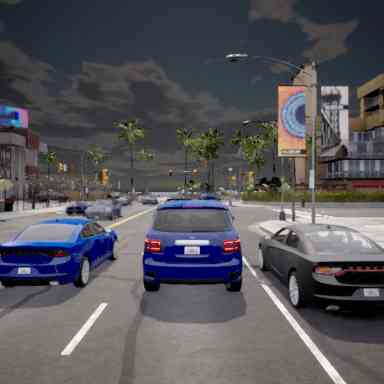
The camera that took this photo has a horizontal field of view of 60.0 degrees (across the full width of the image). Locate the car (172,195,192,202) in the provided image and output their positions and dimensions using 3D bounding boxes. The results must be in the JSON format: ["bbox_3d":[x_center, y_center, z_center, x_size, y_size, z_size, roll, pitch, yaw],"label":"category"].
[{"bbox_3d":[-2.360,1.540,79.014,2.033,1.411,5.357,0,0,33],"label":"car"}]

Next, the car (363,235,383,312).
[{"bbox_3d":[3.039,1.354,1.439,2.185,1.767,4.553,0,0,0],"label":"car"}]

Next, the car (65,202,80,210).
[{"bbox_3d":[-10.639,1.601,32.386,1.895,1.301,4.718,0,0,0],"label":"car"}]

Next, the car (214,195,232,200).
[{"bbox_3d":[8.481,1.595,90.349,4.718,1.301,1.895,0,0,-37],"label":"car"}]

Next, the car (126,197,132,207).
[{"bbox_3d":[-10.470,1.526,50.947,1.812,1.442,4.674,0,0,2],"label":"car"}]

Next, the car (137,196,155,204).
[{"bbox_3d":[-8.805,1.525,64.745,1.812,1.442,4.674,0,0,15],"label":"car"}]

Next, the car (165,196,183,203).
[{"bbox_3d":[-3.708,1.600,69.225,1.895,1.301,4.718,0,0,23],"label":"car"}]

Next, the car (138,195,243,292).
[{"bbox_3d":[0.037,1.221,9.104,2.150,2.045,5.566,0,0,1],"label":"car"}]

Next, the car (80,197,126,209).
[{"bbox_3d":[-7.133,1.352,27.182,2.097,1.767,4.553,0,0,0],"label":"car"}]

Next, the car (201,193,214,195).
[{"bbox_3d":[3.467,1.225,80.888,2.150,2.045,5.566,0,0,40],"label":"car"}]

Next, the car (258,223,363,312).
[{"bbox_3d":[2.891,1.480,7.864,2.097,1.535,5.008,0,0,0],"label":"car"}]

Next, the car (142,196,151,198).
[{"bbox_3d":[-6.899,1.547,55.412,2.033,1.411,5.357,0,0,3],"label":"car"}]

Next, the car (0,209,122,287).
[{"bbox_3d":[-3.455,1.478,9.356,1.882,1.535,5.008,0,0,0],"label":"car"}]
